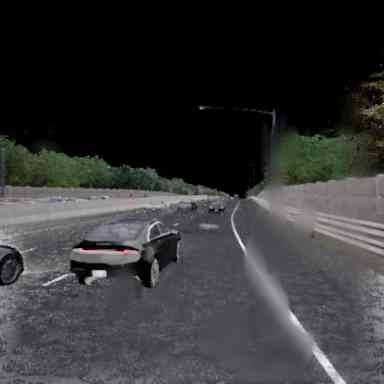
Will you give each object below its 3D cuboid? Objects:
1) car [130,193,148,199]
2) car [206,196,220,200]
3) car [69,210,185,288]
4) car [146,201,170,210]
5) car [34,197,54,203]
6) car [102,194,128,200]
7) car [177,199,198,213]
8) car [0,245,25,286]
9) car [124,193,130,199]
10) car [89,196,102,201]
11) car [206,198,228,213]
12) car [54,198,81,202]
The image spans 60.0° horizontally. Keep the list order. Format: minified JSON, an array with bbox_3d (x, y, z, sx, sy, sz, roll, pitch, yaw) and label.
[{"bbox_3d":[-12.018,1.331,78.115,2.150,2.045,5.566,0,0,9],"label":"car"},{"bbox_3d":[4.035,1.514,67.527,2.097,1.767,4.553,0,0,9],"label":"car"},{"bbox_3d":[-1.541,1.485,9.276,2.128,1.511,4.902,0,0,9],"label":"car"},{"bbox_3d":[-3.932,1.663,39.263,1.895,1.301,4.718,0,0,9],"label":"car"},{"bbox_3d":[-20.423,1.483,47.441,1.882,1.535,5.008,0,0,9],"label":"car"},{"bbox_3d":[-14.455,1.573,62.643,2.128,1.511,4.902,0,0,9],"label":"car"},{"bbox_3d":[-0.478,1.568,38.702,2.128,1.511,4.902,0,0,9],"label":"car"},{"bbox_3d":[-5.479,1.532,6.847,1.994,1.385,4.181,0,0,9],"label":"car"},{"bbox_3d":[-15.473,1.316,78.674,2.150,2.045,5.566,0,0,9],"label":"car"},{"bbox_3d":[-17.883,1.552,63.317,1.837,1.490,4.892,0,0,9],"label":"car"},{"bbox_3d":[2.984,1.693,38.179,1.895,1.301,4.718,0,0,9],"label":"car"},{"bbox_3d":[-16.959,1.621,46.972,1.895,1.301,4.718,0,0,9],"label":"car"}]
